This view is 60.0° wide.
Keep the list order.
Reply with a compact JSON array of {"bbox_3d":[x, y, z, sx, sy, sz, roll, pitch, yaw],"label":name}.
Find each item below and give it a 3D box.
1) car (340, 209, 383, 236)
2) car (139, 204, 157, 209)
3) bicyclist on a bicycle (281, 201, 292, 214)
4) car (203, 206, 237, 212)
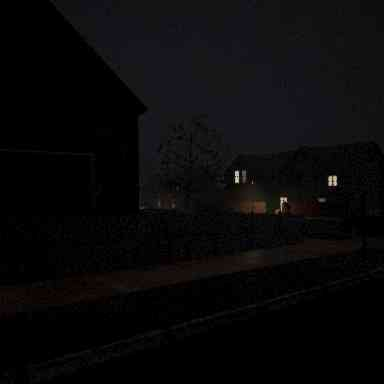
[{"bbox_3d":[10.512,1.687,17.856,1.837,1.490,4.892,-1,-1,-36],"label":"car"},{"bbox_3d":[-4.963,2.417,39.574,1.895,1.301,4.718,-1,-1,-35],"label":"car"},{"bbox_3d":[8.681,1.667,30.491,1.656,1.620,0.582,-1,0,-36],"label":"bicyclist on a bicycle"},{"bbox_3d":[2.607,2.013,28.941,1.837,1.490,4.892,-1,-1,-35],"label":"car"}]
